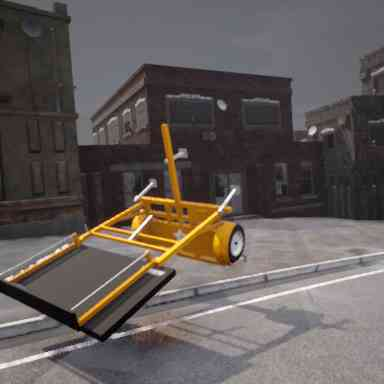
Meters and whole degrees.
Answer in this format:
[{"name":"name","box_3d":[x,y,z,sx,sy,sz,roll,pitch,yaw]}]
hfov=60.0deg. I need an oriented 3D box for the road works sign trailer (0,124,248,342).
[{"name":"road works sign trailer","box_3d":[-0.999,0.617,5.367,2.380,2.880,3.560,5,24,35]}]
